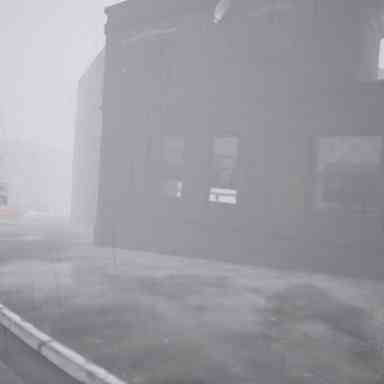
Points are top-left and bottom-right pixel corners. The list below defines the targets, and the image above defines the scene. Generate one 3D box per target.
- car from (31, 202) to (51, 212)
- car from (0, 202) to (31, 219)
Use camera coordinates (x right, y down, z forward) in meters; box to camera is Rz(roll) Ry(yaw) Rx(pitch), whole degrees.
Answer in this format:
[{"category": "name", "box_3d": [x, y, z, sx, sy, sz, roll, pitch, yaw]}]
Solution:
[{"category": "car", "box_3d": [-22.586, 2.146, 48.768, 1.994, 1.385, 4.181, 4, -1, 10]}, {"category": "car", "box_3d": [-19.541, 1.822, 35.524, 2.097, 1.767, 4.553, 4, -2, -5]}]
